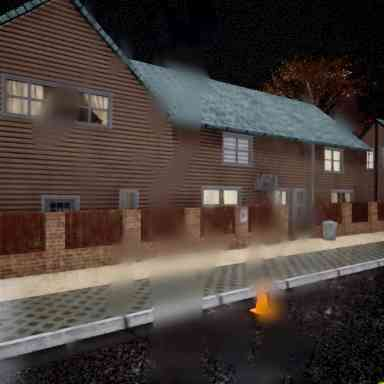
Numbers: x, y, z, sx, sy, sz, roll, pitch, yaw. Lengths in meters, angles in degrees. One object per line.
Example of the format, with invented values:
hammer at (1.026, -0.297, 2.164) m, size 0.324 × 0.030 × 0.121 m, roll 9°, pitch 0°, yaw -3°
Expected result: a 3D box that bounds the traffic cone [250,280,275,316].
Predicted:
traffic cone at (1.324, 1.955, 6.247) m, size 0.340 × 0.580 × 0.340 m, roll 0°, pitch 0°, yaw -34°
